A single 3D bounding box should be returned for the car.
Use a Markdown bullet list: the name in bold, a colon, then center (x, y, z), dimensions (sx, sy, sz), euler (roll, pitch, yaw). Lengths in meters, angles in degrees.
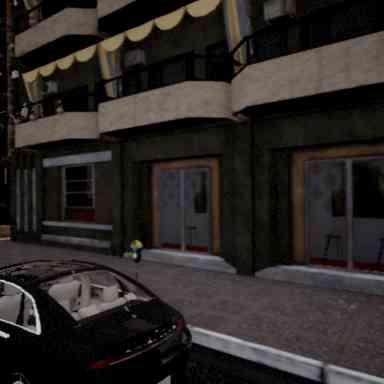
- **car**: center (-2.063, 1.586, 4.346), dimensions (4.403, 1.369, 2.008), euler (-1, -1, 35)
